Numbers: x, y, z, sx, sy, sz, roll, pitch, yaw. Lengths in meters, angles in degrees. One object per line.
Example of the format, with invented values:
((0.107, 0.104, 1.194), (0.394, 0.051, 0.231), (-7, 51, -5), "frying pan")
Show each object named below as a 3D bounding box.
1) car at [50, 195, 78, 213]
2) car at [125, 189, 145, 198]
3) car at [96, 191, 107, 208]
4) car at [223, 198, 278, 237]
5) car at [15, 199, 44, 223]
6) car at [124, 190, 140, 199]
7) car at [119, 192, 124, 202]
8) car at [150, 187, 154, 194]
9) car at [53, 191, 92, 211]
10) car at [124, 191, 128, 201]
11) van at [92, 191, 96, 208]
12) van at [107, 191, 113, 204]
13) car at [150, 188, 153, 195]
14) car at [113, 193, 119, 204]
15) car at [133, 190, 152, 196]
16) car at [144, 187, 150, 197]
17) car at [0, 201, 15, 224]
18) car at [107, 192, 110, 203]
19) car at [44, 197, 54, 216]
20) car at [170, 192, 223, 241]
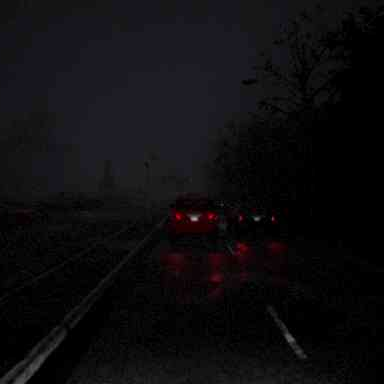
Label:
((-13.857, 1.356, 32.405), (4.674, 1.452, 2.002), (-1, 1, -20), "car")
((-14.002, 0.680, 74.231), (5.366, 1.575, 1.946), (-1, 1, -20), "car")
((-13.833, 0.934, 41.368), (5.566, 2.045, 2.435), (-1, 1, -20), "car")
((3.102, 1.313, 17.994), (2.097, 1.767, 4.553), (0, 0, 0), "car")
((-13.695, 1.410, 23.521), (5.366, 1.575, 1.946), (-1, 0, -20), "car")
((-13.809, 0.803, 68.309), (4.792, 1.488, 2.163), (-1, 1, -20), "car")
((-13.841, 1.044, 53.286), (4.674, 1.452, 2.002), (-1, 1, -20), "car")
((-13.848, 0.126, 89.297), (5.566, 2.045, 2.435), (-1, 2, -20), "car")
((-13.888, 1.026, 35.372), (5.566, 2.045, 2.435), (-1, 1, -20), "car")
((-13.818, 0.987, 56.304), (4.792, 1.488, 2.163), (-1, 1, -20), "car")
((-13.751, 1.004, 38.415), (4.442, 1.987, 1.878), (-1, 1, -20), "van")
((-13.961, 0.871, 47.276), (4.442, 1.987, 1.878), (-1, 1, -20), "van")
((-13.650, 0.440, 86.376), (5.366, 1.575, 1.946), (-1, 1, -20), "car")
((-13.820, 0.923, 50.312), (4.553, 1.767, 2.185), (-1, 1, -20), "car")
((-13.843, 0.330, 92.302), (4.792, 1.488, 2.163), (-1, 2, -20), "car")
((-13.803, 0.323, 80.318), (5.566, 2.045, 2.435), (-1, 1, -20), "car")
((-13.896, 1.472, 20.452), (4.792, 1.488, 2.163), (-1, 1, -20), "car")
((-13.846, 1.142, 44.340), (4.892, 1.521, 2.231), (-1, 1, -20), "car")
((-13.838, 1.417, 26.449), (4.792, 1.488, 2.163), (-1, 0, -20), "car")
((0.103, 1.192, 16.506), (2.150, 2.045, 5.566), (0, 0, 0), "car")
